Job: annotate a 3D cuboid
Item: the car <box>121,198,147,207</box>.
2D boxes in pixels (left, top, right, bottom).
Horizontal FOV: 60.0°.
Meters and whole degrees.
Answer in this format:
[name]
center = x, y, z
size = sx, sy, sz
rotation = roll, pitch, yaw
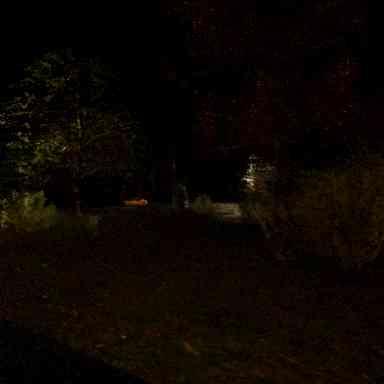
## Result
[car]
center = -9.711, 1.707, 56.081
size = 1.882, 1.535, 5.008
rotation = 0, 1, 36
